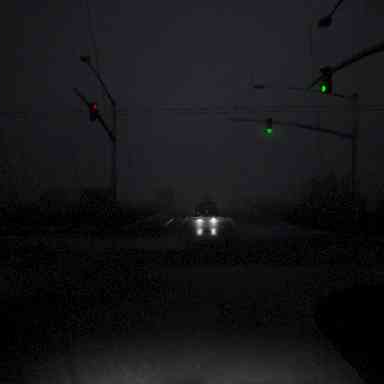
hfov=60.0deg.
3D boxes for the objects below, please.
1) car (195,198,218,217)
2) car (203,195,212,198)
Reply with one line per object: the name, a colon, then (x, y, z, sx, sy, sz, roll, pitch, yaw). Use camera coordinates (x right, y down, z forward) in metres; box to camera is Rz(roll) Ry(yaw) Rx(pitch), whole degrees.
car: (1.383, 1.517, 31.071, 1.994, 1.385, 4.181, 0, 0, 3)
car: (2.335, 1.299, 50.170, 2.097, 1.767, 4.553, 0, 0, 3)
